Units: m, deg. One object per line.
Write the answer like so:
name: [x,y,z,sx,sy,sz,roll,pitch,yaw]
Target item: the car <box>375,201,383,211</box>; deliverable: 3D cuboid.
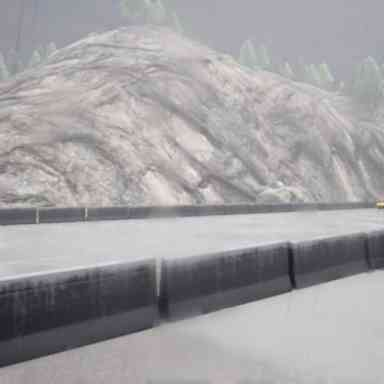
car: [26.401,1.745,44.325,5.008,1.535,1.882,1,0,-35]
